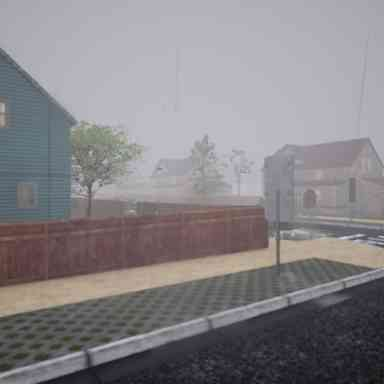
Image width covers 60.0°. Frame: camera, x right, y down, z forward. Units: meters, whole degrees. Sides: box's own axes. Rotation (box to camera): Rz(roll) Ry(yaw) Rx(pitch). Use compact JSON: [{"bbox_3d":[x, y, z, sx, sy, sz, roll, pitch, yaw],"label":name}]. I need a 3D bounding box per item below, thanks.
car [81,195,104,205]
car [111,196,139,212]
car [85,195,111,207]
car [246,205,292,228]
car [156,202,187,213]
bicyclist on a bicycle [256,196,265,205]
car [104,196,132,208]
[{"bbox_3d":[-16.355,1.265,54.660,2.128,1.511,4.902,0,0,-36],"label":"car"},{"bbox_3d":[-6.873,1.422,36.568,1.994,1.385,4.181,0,0,-35],"label":"car"},{"bbox_3d":[-12.276,1.422,44.153,1.895,1.301,4.718,0,0,-35],"label":"car"},{"bbox_3d":[4.229,1.507,21.062,1.994,1.385,4.181,0,0,-35],"label":"car"},{"bbox_3d":[-1.135,1.501,28.544,1.895,1.301,4.718,0,0,-36],"label":"car"},{"bbox_3d":[6.019,1.197,28.615,1.656,1.620,0.582,-1,1,-36],"label":"bicyclist on a bicycle"},{"bbox_3d":[-10.326,1.299,46.323,2.128,1.511,4.902,0,0,-35],"label":"car"}]
